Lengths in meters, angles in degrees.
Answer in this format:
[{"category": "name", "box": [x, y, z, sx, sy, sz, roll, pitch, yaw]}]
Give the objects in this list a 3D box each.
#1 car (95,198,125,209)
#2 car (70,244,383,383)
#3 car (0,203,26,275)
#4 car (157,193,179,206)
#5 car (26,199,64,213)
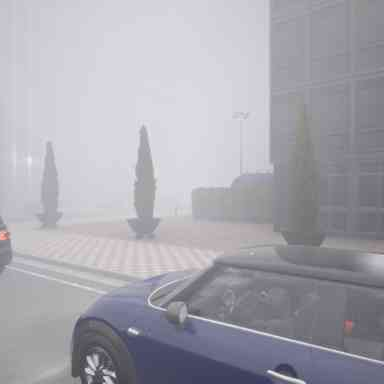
[{"category": "car", "box": [-11.134, 1.564, 45.357, 1.994, 1.385, 4.181, 0, 0, 35]}, {"category": "car", "box": [0.788, 1.352, 3.431, 4.553, 1.767, 2.097, 0, 0, 36]}, {"category": "car", "box": [-7.074, 1.222, 9.017, 5.566, 2.045, 2.150, 0, 0, 36]}, {"category": "car", "box": [-4.431, 1.219, 54.911, 2.150, 2.045, 5.566, 0, 0, 35]}, {"category": "car", "box": [-16.833, 1.491, 37.219, 2.128, 1.511, 4.902, 0, 0, 35]}]
